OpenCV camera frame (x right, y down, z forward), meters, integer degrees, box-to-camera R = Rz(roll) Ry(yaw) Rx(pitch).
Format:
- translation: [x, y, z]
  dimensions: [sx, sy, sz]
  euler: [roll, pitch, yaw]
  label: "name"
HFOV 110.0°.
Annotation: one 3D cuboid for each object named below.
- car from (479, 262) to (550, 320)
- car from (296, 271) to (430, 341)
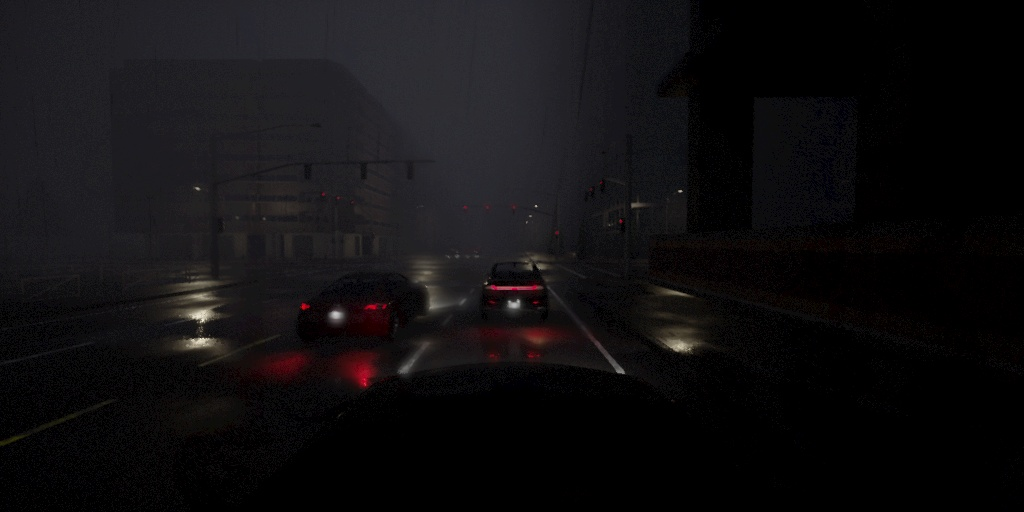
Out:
- translation: [0.077, 0.923, 11.066]
  dimensions: [2.128, 1.511, 4.902]
  euler: [0, 2, 0]
  label: "car"
- translation: [-3.436, 1.066, 9.052]
  dimensions: [1.994, 1.385, 4.181]
  euler: [0, 2, 0]
  label: "car"
